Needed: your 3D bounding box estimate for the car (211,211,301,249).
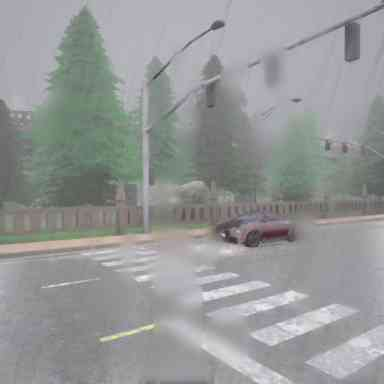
[{"bbox_3d":[2.877,1.564,14.678,4.181,1.385,1.994,0,0,-36],"label":"car"}]
